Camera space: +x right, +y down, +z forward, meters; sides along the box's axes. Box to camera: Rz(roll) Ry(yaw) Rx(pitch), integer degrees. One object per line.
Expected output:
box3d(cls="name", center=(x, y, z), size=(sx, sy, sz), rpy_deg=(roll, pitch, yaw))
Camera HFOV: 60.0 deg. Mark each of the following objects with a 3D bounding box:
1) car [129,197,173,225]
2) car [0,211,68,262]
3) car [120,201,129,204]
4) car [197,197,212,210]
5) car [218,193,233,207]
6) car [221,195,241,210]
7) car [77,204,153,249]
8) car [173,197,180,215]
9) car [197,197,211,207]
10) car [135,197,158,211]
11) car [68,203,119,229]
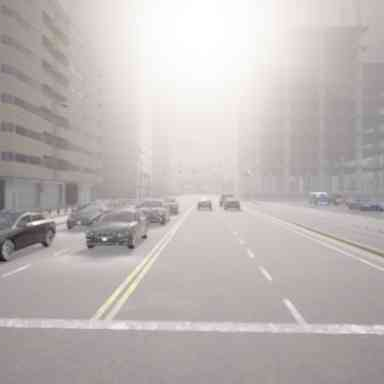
box3d(cls="car", center=(-2.775, 1.327, 23.772), size=(2.097, 1.767, 4.553), rpy_deg=(0, 0, 2))
box3d(cls="car", center=(-6.713, 1.468, 12.172), size=(2.128, 1.511, 4.902), rpy_deg=(0, 0, 2))
box3d(cls="car", center=(-5.993, 1.526, 31.303), size=(1.994, 1.385, 4.181), rpy_deg=(0, 0, 2))
box3d(cls="car", center=(1.633, 1.460, 42.700), size=(2.128, 1.511, 4.902), rpy_deg=(0, 0, 2))
box3d(cls="car", center=(5.380, 1.190, 51.888), size=(2.150, 2.045, 5.566), rpy_deg=(0, 0, 2))
box3d(cls="car", center=(5.013, 1.454, 42.090), size=(1.882, 1.535, 5.008), rpy_deg=(0, 0, 2))
box3d(cls="car", center=(-3.119, 1.487, 14.635), size=(1.837, 1.490, 4.892), rpy_deg=(0, 0, 2))
box3d(cls="car", center=(-2.390, 1.320, 33.681), size=(2.097, 1.767, 4.553), rpy_deg=(0, 0, 2))
box3d(cls="car", center=(1.891, 1.509, 52.191), size=(2.033, 1.411, 5.357), rpy_deg=(0, 0, 2))
box3d(cls="car", center=(-5.569, 1.433, 41.418), size=(1.882, 1.535, 5.008), rpy_deg=(0, 0, 3))
box3d(cls="car", center=(-6.364, 1.496, 21.315), size=(1.812, 1.442, 4.674), rpy_deg=(0, 0, 2))
